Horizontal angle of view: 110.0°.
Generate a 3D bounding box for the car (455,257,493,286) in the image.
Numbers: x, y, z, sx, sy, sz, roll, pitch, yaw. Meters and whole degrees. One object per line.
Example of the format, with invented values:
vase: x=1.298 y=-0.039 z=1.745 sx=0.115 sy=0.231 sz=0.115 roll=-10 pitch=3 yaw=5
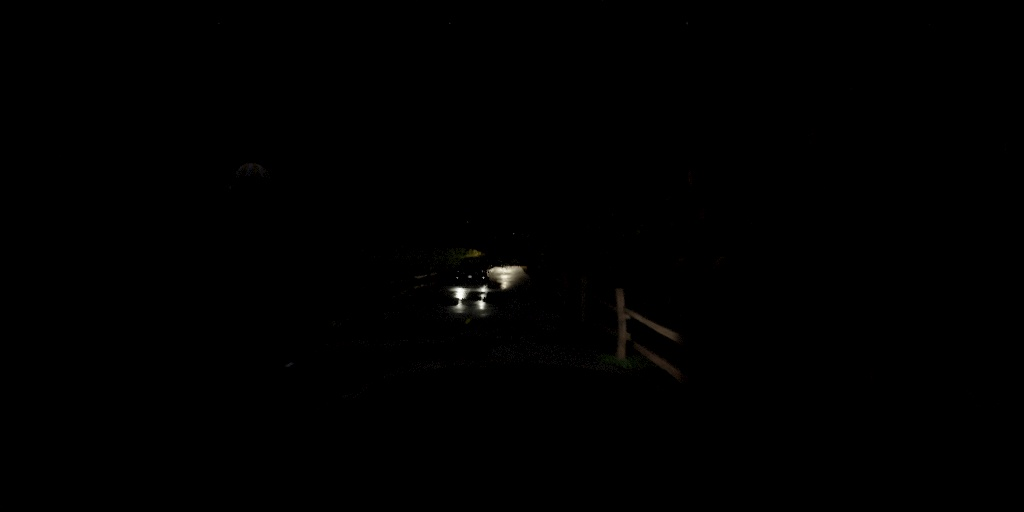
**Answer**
car: x=-2.855 y=1.088 z=27.146 sx=2.150 sy=2.045 sz=5.566 roll=0 pitch=-1 yaw=0
